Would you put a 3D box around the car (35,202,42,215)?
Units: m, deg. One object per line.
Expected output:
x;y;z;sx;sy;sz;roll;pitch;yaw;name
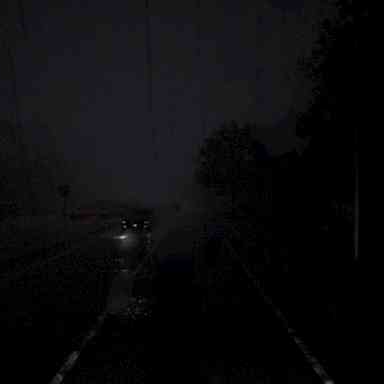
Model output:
-23.401;2.436;44.515;4.892;1.521;2.231;0;-2;0;car

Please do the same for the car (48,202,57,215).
-23.373;2.538;50.056;4.553;1.767;2.185;0;-2;0;car

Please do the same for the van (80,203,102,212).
-23.506;3.677;77.593;4.442;1.987;1.878;0;-3;0;van

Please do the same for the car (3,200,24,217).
-23.439;1.964;38.993;5.566;2.045;2.435;0;-2;0;car

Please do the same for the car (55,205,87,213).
-23.212;3.231;63.892;5.366;1.575;1.946;0;-2;0;car

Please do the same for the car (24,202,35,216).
-23.224;2.320;41.750;5.366;1.575;1.946;0;-2;0;car

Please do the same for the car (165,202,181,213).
-3.272;2.921;62.288;2.150;2.045;5.566;0;-3;1;car

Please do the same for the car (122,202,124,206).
-10.338;2.111;35.984;4.892;1.521;2.231;0;-2;0;car

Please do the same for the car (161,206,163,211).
-10.302;4.060;80.331;5.008;1.535;2.097;0;-3;0;car

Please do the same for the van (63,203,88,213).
-23.278;3.122;66.667;4.442;1.987;1.878;0;-2;0;van

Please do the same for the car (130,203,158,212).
-10.341;3.333;72.030;5.566;2.045;2.435;0;-3;0;car

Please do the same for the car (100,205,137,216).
-10.356;2.571;47.071;4.792;1.488;2.163;0;-2;0;car

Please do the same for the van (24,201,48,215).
-23.523;2.324;47.293;4.442;1.987;1.878;0;-2;0;van

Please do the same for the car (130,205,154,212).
-10.343;3.485;69.267;4.792;1.488;2.163;0;-3;0;car

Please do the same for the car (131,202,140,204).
-10.300;2.176;44.308;5.566;2.045;2.435;0;-2;0;car

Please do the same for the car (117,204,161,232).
-3.349;1.778;21.986;1.837;1.490;4.892;0;-1;0;car

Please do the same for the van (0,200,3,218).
-23.530;1.888;36.102;4.442;1.987;1.878;0;-2;0;van

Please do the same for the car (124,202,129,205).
-10.338;2.208;38.754;5.008;1.535;2.097;0;-2;0;car

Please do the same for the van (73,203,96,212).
-23.276;3.359;72.054;4.442;1.987;1.878;0;-3;0;van

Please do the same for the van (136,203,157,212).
-10.194;3.517;74.800;4.442;1.987;1.878;0;-3;0;van

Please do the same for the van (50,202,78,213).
-23.515;2.894;61.133;4.442;1.987;1.878;0;-2;0;van

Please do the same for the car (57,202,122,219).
-10.149;2.017;33.216;5.366;1.575;1.946;0;-2;0;car

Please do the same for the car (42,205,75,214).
-23.394;3.007;58.356;4.892;1.521;2.231;0;-2;0;car

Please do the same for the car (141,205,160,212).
-10.275;4.094;83.110;4.553;1.767;2.185;0;-3;0;car

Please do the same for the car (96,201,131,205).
-10.361;2.190;41.534;4.553;1.767;2.185;0;-2;0;car

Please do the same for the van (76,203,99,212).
-23.507;3.525;74.952;4.442;1.987;1.878;0;-3;0;van

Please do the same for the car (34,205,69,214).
-23.396;2.891;55.588;5.008;1.535;2.097;0;-2;0;car

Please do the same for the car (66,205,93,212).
-23.399;3.461;69.426;5.008;1.535;2.097;0;-2;0;car
